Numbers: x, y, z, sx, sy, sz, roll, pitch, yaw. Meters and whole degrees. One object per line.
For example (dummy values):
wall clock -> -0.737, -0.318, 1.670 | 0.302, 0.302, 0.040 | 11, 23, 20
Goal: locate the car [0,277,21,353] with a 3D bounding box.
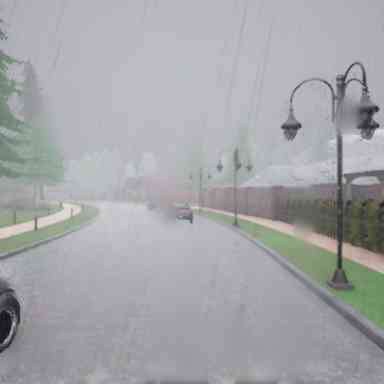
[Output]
car -> -3.564, 1.557, 3.293 | 1.994, 1.385, 4.181 | 0, 0, 0

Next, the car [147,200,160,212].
car -> -4.078, 1.537, 38.692 | 1.895, 1.301, 4.718 | 0, 0, -16

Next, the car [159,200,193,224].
car -> -1.060, 1.451, 24.549 | 2.128, 1.511, 4.902 | 0, 0, -8
